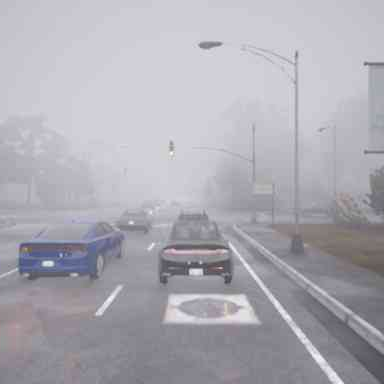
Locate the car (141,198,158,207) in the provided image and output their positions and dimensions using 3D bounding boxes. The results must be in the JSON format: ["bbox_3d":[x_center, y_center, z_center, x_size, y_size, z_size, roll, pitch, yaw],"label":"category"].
[{"bbox_3d":[-7.157,1.990,54.382,1.837,1.490,4.892,0,-1,0],"label":"car"}]

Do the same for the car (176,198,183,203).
[{"bbox_3d":[-3.638,2.374,95.480,1.812,1.442,4.674,0,-1,0],"label":"car"}]

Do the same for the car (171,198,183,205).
[{"bbox_3d":[-3.594,2.238,72.137,1.895,1.301,4.718,0,-1,0],"label":"car"}]

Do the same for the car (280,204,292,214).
[{"bbox_3d":[12.942,1.842,39.419,4.902,1.511,2.128,0,-1,4],"label":"car"}]

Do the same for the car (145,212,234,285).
[{"bbox_3d":[0.087,1.580,9.795,2.128,1.511,4.902,0,-1,0],"label":"car"}]

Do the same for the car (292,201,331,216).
[{"bbox_3d":[13.652,1.844,35.859,4.674,1.442,1.812,0,-1,3],"label":"car"}]

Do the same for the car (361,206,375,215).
[{"bbox_3d":[22.678,1.887,38.871,5.357,1.411,2.033,0,-1,3],"label":"car"}]

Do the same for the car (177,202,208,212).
[{"bbox_3d":[0.070,1.670,21.521,1.882,1.535,5.008,0,-1,0],"label":"car"}]

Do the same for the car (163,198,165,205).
[{"bbox_3d":[-7.106,2.011,73.675,2.097,1.767,4.553,0,-1,0],"label":"car"}]

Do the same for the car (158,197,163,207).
[{"bbox_3d":[-7.120,2.073,63.750,1.837,1.490,4.892,0,-1,0],"label":"car"}]

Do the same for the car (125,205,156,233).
[{"bbox_3d":[-3.589,1.753,21.083,1.994,1.385,4.181,0,0,-3],"label":"car"}]

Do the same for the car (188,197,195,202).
[{"bbox_3d":[-0.120,2.261,83.456,2.128,1.511,4.902,0,-1,0],"label":"car"}]

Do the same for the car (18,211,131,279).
[{"bbox_3d":[-3.412,1.571,10.356,1.882,1.535,5.008,0,0,0],"label":"car"}]

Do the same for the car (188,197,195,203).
[{"bbox_3d":[-0.135,2.238,93.493,1.812,1.442,4.674,0,-1,0],"label":"car"}]
